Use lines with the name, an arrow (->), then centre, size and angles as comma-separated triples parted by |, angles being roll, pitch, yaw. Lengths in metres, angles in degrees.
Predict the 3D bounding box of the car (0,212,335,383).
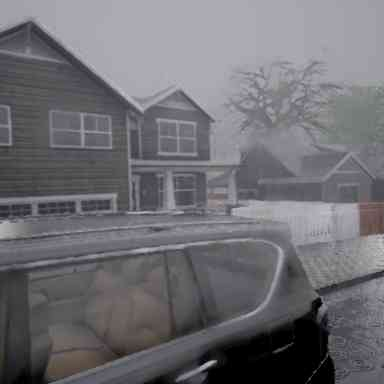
car -> -1.401, 1.222, 2.073 | 5.566, 2.045, 2.150 | 0, 0, -35
